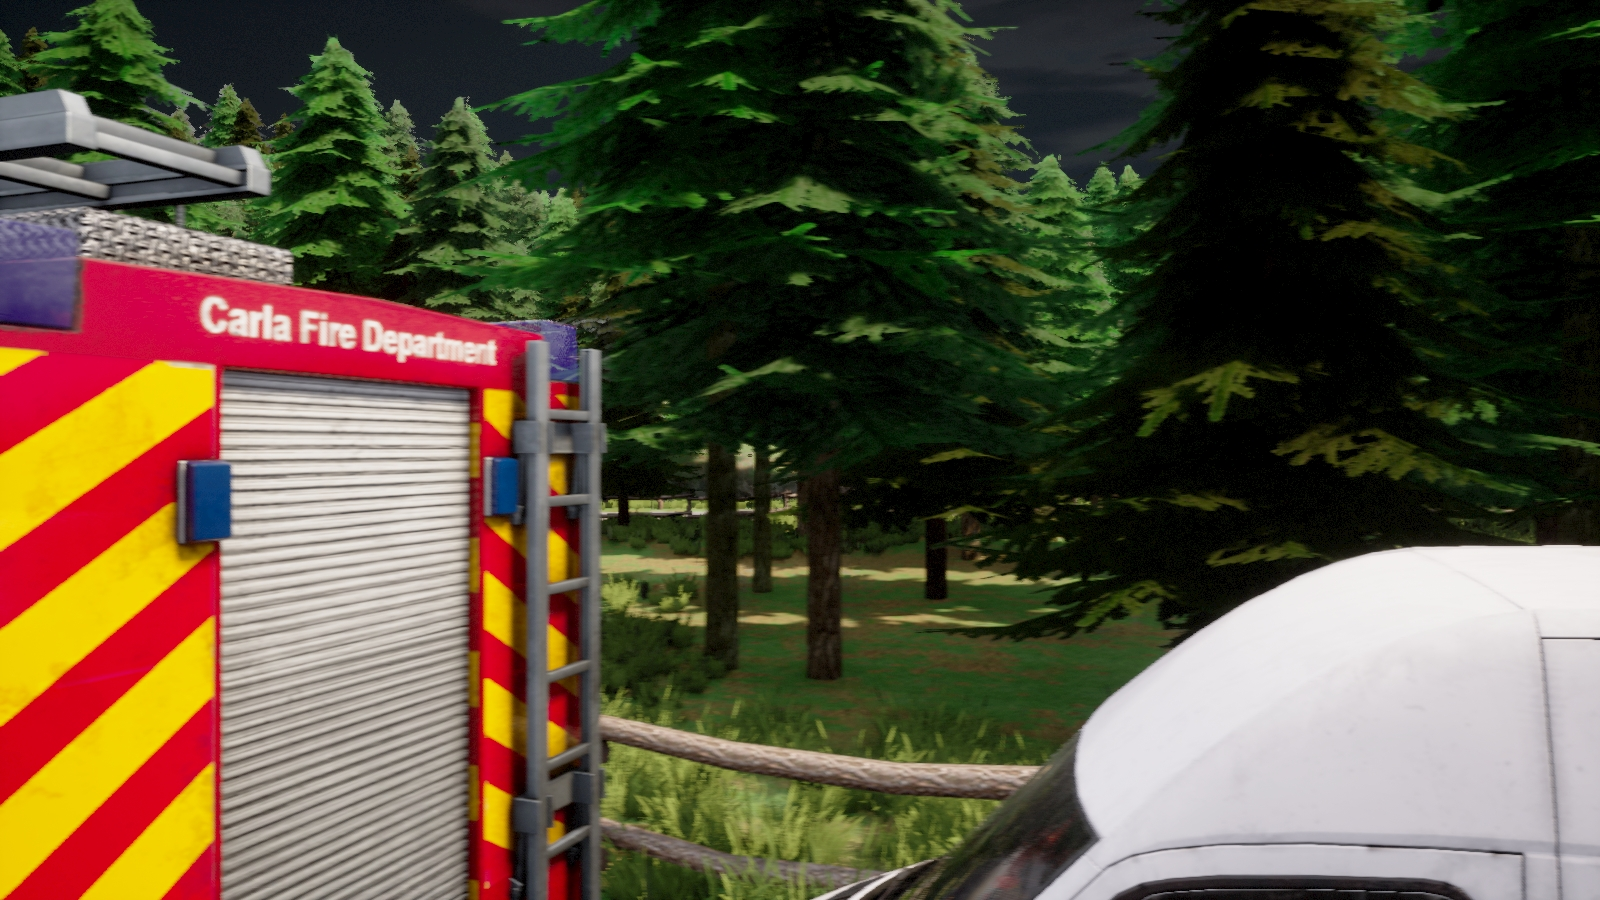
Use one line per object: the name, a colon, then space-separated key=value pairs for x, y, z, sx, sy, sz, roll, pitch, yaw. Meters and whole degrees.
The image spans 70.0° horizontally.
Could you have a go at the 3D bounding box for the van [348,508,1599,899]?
van: x=2.082 y=1.507 z=2.529 sx=5.915 sy=2.561 sz=1.988 roll=0 pitch=0 yaw=20

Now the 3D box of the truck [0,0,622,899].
truck: x=-5.278 y=0.864 z=5.258 sx=8.468 sy=3.827 sz=2.891 roll=0 pitch=0 yaw=20
